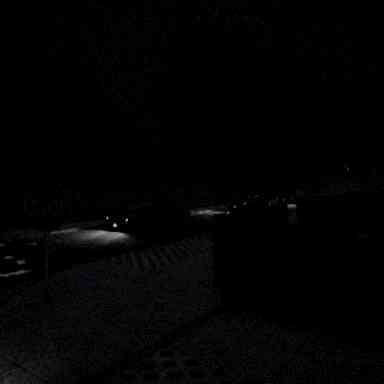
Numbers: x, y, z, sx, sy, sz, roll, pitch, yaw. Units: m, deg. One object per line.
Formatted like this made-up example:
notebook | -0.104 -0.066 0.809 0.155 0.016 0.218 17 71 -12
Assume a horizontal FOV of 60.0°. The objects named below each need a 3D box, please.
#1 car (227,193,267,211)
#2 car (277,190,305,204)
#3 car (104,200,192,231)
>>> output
car | 4.714 0.826 27.881 1.812 1.442 4.674 0 2 36
car | 10.883 0.525 36.514 1.837 1.490 4.892 0 2 36
car | -2.178 1.154 18.210 2.033 1.411 5.357 0 2 36
